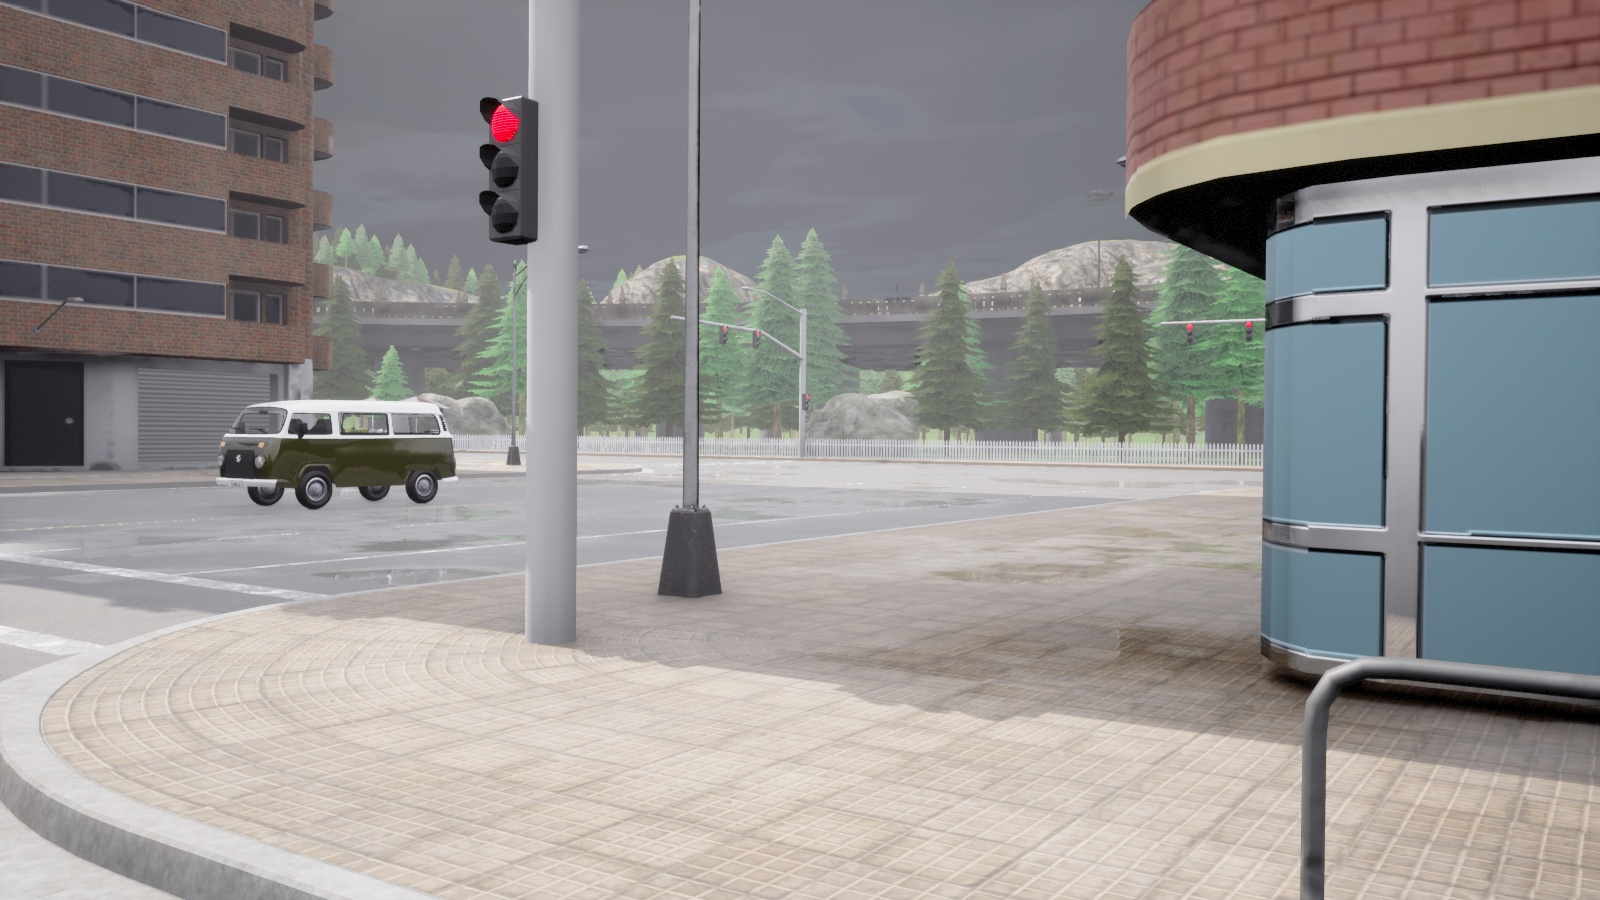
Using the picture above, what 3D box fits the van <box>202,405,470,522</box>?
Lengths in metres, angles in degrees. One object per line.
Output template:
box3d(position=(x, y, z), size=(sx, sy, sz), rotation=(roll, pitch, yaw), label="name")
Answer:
box3d(position=(-8.850, 0.203, 24.340), size=(2.069, 2.038, 4.480), rotation=(0, 1, 34), label="van")
